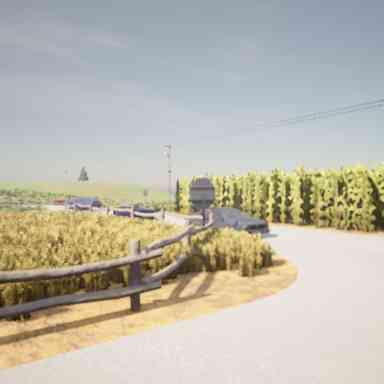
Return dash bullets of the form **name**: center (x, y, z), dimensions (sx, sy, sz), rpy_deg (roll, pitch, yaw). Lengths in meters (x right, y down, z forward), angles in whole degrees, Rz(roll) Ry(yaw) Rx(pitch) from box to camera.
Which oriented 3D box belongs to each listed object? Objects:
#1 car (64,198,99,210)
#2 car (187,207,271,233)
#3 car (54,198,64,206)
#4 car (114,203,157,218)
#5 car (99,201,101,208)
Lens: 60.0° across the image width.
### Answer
- **car**: center (-12.950, 1.464, 38.786), dimensions (1.882, 1.535, 5.008), rpy_deg (0, 1, -35)
- **car**: center (1.711, 1.534, 17.934), dimensions (2.033, 1.411, 5.357), rpy_deg (0, 0, -33)
- **car**: center (-20.236, 1.584, 53.813), dimensions (4.718, 1.301, 1.895), rpy_deg (0, 0, 33)
- **car**: center (-4.616, 1.587, 26.973), dimensions (1.895, 1.301, 4.718), rpy_deg (0, 0, -35)
- **car**: center (-13.977, 1.508, 46.000), dimensions (1.812, 1.442, 4.674), rpy_deg (0, 0, -35)
